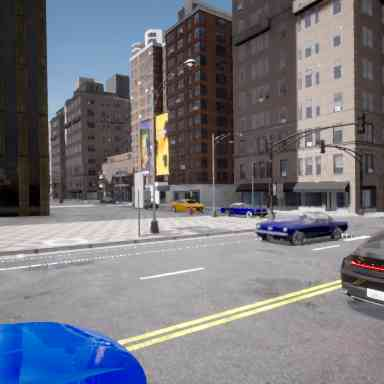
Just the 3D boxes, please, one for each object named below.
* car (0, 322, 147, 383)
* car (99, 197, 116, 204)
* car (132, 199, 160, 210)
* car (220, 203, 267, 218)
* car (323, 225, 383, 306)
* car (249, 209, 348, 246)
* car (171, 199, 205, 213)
[{"bbox_3d":[-2.584,1.478,1.598,5.008,1.535,1.882,0,0,-35],"label":"car"},{"bbox_3d":[-17.206,1.741,67.576,2.033,1.411,5.357,-1,0,-35],"label":"car"},{"bbox_3d":[-6.641,1.709,47.026,2.033,1.411,5.357,-1,0,-36],"label":"car"},{"bbox_3d":[4.809,1.694,30.762,1.895,1.301,4.718,-1,0,-35],"label":"car"},{"bbox_3d":[5.106,1.504,7.087,4.892,1.490,1.837,0,0,-36],"label":"car"},{"bbox_3d":[5.096,1.601,15.304,4.718,1.301,1.895,0,0,-36],"label":"car"},{"bbox_3d":[-0.546,1.603,38.366,1.882,1.535,5.008,-1,0,-35],"label":"car"}]
